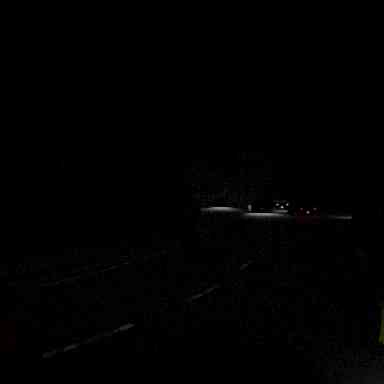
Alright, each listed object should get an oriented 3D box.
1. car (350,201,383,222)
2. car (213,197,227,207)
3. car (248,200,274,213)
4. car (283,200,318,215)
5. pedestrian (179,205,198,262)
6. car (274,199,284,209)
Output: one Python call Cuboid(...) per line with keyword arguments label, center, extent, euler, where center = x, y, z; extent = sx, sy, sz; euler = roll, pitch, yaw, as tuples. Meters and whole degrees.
Cuboid(label="car", center=(14.058, 1.505, 25.943), extent=(1.837, 1.490, 4.892), euler=(0, 0, 4))
Cuboid(label="car", center=(4.246, 1.491, 51.031), extent=(2.128, 1.511, 4.902), euler=(0, 0, 2))
Cuboid(label="car", center=(7.368, 1.564, 36.830), extent=(1.994, 1.385, 4.181), euler=(0, 0, 1))
Cuboid(label="car", center=(10.935, 1.601, 33.359), extent=(1.895, 1.301, 4.718), euler=(0, 0, 2))
Cuboid(label="pedestrian", center=(-0.095, 1.294, 10.805), extent=(0.375, 1.860, 0.375), euler=(0, 0, 24))
Cuboid(label="car", center=(11.223, 1.601, 43.381), extent=(1.895, 1.301, 4.718), euler=(0, 0, 2))
